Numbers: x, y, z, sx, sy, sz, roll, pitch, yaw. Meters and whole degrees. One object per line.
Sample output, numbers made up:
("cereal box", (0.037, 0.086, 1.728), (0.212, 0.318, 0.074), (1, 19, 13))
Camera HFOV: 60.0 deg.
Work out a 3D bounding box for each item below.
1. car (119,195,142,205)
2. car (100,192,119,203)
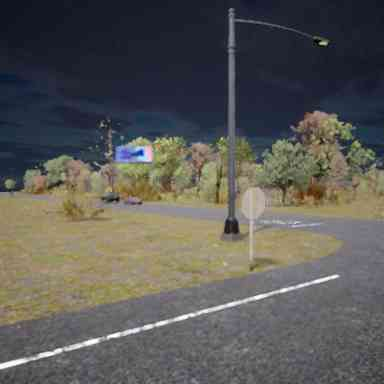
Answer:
("car", (-9.607, 1.357, 53.411), (1.994, 1.385, 4.181), (0, 0, -33))
("car", (-15.183, 0.996, 61.729), (2.150, 2.045, 5.566), (0, 0, -34))
